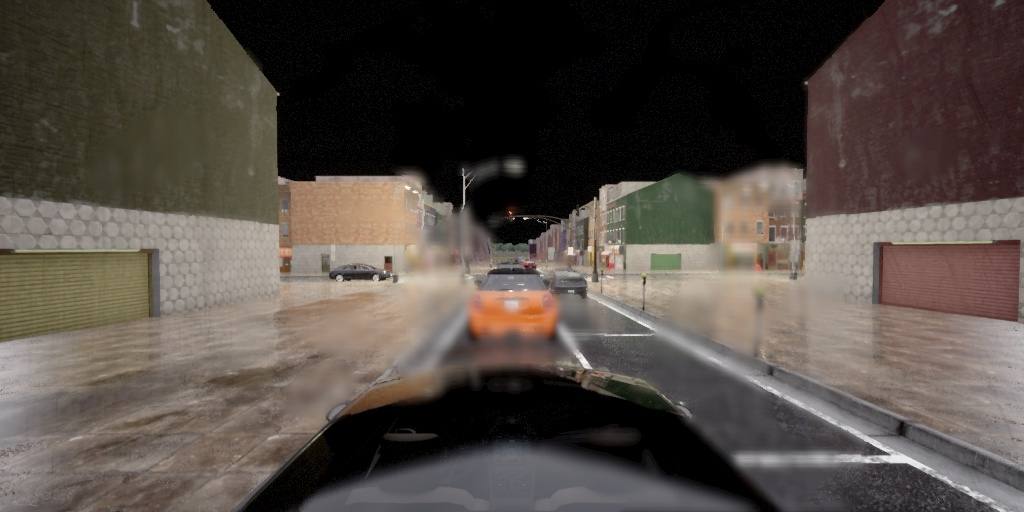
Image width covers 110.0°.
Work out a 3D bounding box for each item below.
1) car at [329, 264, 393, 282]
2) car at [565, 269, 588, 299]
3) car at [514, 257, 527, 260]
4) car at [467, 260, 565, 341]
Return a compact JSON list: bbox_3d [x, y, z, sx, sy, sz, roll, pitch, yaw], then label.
[{"bbox_3d":[-12.336,1.366,29.420,4.892,1.490,1.837,0,1,-2],"label":"car"},{"bbox_3d":[2.581,1.297,17.546,2.007,1.370,4.403,0,0,0],"label":"car"},{"bbox_3d":[-0.064,1.099,19.864,2.097,1.767,4.553,0,0,0],"label":"car"},{"bbox_3d":[0.037,1.100,9.973,2.097,1.767,4.553,0,0,0],"label":"car"}]
